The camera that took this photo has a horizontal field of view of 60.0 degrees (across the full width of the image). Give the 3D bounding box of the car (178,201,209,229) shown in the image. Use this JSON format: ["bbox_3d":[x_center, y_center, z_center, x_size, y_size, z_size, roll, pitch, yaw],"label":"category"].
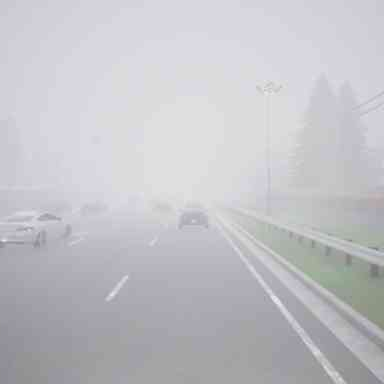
[{"bbox_3d":[0.108,1.547,21.925,1.812,1.442,4.674,0,0,0],"label":"car"}]

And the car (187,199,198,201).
[{"bbox_3d":[0.112,1.647,46.763,1.895,1.301,4.718,0,0,0],"label":"car"}]

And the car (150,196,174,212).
[{"bbox_3d":[-3.391,1.564,38.859,1.812,1.442,4.674,0,0,0],"label":"car"}]

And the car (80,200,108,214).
[{"bbox_3d":[-10.388,1.560,35.474,1.812,1.442,4.674,0,0,0],"label":"car"}]

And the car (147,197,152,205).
[{"bbox_3d":[-6.886,1.535,59.318,1.882,1.535,5.008,0,0,0],"label":"car"}]

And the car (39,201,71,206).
[{"bbox_3d":[-13.893,1.580,33.844,2.033,1.411,5.357,0,0,0],"label":"car"}]

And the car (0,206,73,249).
[{"bbox_3d":[-6.894,1.539,14.592,1.812,1.442,4.674,0,0,0],"label":"car"}]

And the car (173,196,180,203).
[{"bbox_3d":[-3.383,1.553,65.126,2.128,1.511,4.902,0,0,0],"label":"car"}]

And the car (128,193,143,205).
[{"bbox_3d":[-10.384,1.281,61.158,2.150,2.045,5.566,0,0,0],"label":"car"}]
